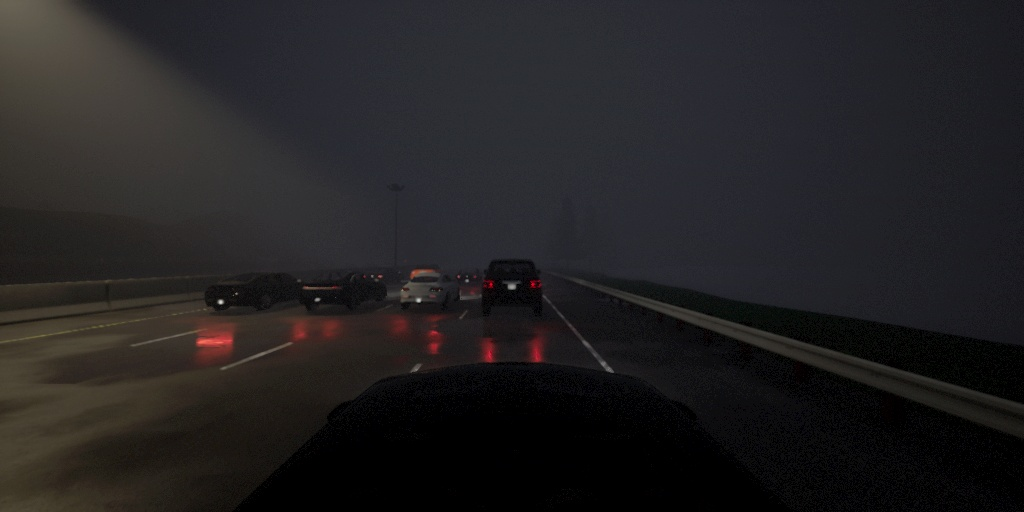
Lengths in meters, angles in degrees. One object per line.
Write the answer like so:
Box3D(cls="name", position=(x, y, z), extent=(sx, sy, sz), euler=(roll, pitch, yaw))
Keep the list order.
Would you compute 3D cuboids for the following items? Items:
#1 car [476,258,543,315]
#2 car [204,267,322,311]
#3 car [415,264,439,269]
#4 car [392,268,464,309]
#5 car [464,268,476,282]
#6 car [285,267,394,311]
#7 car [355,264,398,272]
Box3D(cls="car", position=(0.012, 1.116, 14.422), extent=(2.150, 2.045, 5.566), euler=(0, 0, 0))
Box3D(cls="car", position=(-10.479, 1.408, 15.344), extent=(1.837, 1.490, 4.892), euler=(0, 0, 0))
Box3D(cls="car", position=(-6.979, 1.417, 30.259), extent=(2.097, 1.767, 4.553), euler=(0, -1, 0))
Box3D(cls="car", position=(-3.477, 1.431, 15.733), extent=(1.812, 1.442, 4.674), euler=(0, 0, 0))
Box3D(cls="car", position=(-3.481, 1.665, 30.078), extent=(1.895, 1.301, 4.718), euler=(0, -1, 0))
Box3D(cls="car", position=(-6.980, 1.394, 15.338), extent=(2.128, 1.511, 4.902), euler=(0, 0, 0))
Box3D(cls="car", position=(-10.489, 1.603, 29.364), extent=(2.033, 1.411, 5.357), euler=(0, -1, 0))
